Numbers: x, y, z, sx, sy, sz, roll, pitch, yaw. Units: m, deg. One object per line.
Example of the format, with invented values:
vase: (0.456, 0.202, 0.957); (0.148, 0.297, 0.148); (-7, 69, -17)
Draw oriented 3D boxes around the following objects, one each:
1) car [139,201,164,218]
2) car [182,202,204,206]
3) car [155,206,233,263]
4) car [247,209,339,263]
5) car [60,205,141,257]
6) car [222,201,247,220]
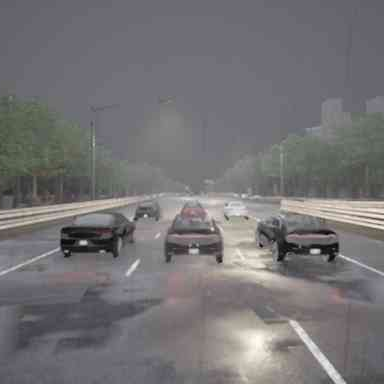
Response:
car: (-3.437, 1.486, 27.123); (1.837, 1.490, 4.892); (0, 1, 0)
car: (0.065, 1.542, 27.490); (1.994, 1.385, 4.181); (0, 0, 0)
car: (0.066, 1.495, 12.020); (2.128, 1.511, 4.902); (0, 0, 0)
car: (3.565, 1.495, 12.012); (2.128, 1.511, 4.902); (0, 0, 0)
car: (-3.429, 1.481, 12.975); (1.882, 1.535, 5.008); (0, -1, 0)
car: (3.568, 1.502, 28.017); (1.812, 1.442, 4.674); (0, 0, 0)
